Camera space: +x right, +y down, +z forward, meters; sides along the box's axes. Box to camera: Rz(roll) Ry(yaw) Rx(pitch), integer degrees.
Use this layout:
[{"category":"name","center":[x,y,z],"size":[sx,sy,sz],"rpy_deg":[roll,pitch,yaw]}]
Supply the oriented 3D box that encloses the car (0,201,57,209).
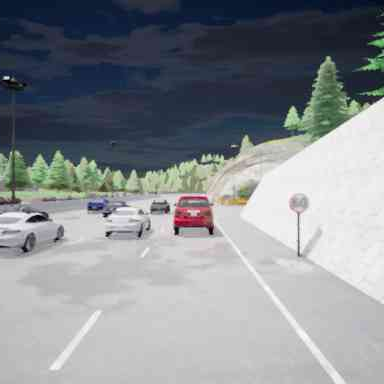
[{"category":"car","center":[-10.402,1.504,20.111],"size":[2.128,1.511,4.902],"rpy_deg":[0,0,0]}]

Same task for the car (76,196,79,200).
[{"category":"car","center":[-31.510,1.649,89.700],"size":[1.895,1.301,4.718],"rpy_deg":[0,0,0]}]

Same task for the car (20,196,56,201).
[{"category":"car","center":[-21.056,1.505,45.793],"size":[1.882,1.535,5.008],"rpy_deg":[0,0,0]}]

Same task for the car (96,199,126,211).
[{"category":"car","center":[-6.903,1.566,30.984],"size":[2.033,1.411,5.357],"rpy_deg":[0,0,0]}]

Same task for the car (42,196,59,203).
[{"category":"car","center":[-31.508,1.569,73.989],"size":[1.812,1.442,4.674],"rpy_deg":[0,0,0]}]

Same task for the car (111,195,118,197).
[{"category":"car","center":[-21.010,1.579,89.567],"size":[2.128,1.511,4.902],"rpy_deg":[0,0,0]}]

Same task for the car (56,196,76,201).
[{"category":"car","center":[-28.008,1.569,73.733],"size":[1.812,1.442,4.674],"rpy_deg":[0,0,0]}]

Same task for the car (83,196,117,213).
[{"category":"car","center":[-10.403,1.500,37.910],"size":[1.882,1.535,5.008],"rpy_deg":[0,0,0]}]

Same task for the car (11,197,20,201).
[{"category":"car","center":[-31.506,1.561,58.000],"size":[1.812,1.442,4.674],"rpy_deg":[0,0,0]}]

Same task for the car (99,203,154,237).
[{"category":"car","center":[-3.402,1.536,18.118],"size":[1.812,1.442,4.674],"rpy_deg":[0,0,0]}]

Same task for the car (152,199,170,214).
[{"category":"car","center":[-3.404,1.513,36.315],"size":[2.128,1.511,4.902],"rpy_deg":[0,0,0]}]

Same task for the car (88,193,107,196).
[{"category":"car","center":[-21.008,1.544,73.734],"size":[1.837,1.490,4.892],"rpy_deg":[0,0,0]}]

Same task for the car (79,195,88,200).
[{"category":"car","center":[-28.010,1.554,89.567],"size":[1.837,1.490,4.892],"rpy_deg":[0,0,0]}]

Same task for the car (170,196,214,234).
[{"category":"car","center":[0.104,1.233,19.510],"size":[2.150,2.045,5.566],"rpy_deg":[0,0,0]}]

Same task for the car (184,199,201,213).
[{"category":"car","center":[0.096,1.548,37.408],"size":[1.812,1.442,4.674],"rpy_deg":[0,0,0]}]

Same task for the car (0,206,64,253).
[{"category":"car","center":[-6.901,1.534,13.649],"size":[1.812,1.442,4.674],"rpy_deg":[0,0,0]}]

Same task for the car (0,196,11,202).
[{"category":"car","center":[-28.044,1.380,46.630],"size":[2.097,1.767,4.553],"rpy_deg":[0,0,0]}]
